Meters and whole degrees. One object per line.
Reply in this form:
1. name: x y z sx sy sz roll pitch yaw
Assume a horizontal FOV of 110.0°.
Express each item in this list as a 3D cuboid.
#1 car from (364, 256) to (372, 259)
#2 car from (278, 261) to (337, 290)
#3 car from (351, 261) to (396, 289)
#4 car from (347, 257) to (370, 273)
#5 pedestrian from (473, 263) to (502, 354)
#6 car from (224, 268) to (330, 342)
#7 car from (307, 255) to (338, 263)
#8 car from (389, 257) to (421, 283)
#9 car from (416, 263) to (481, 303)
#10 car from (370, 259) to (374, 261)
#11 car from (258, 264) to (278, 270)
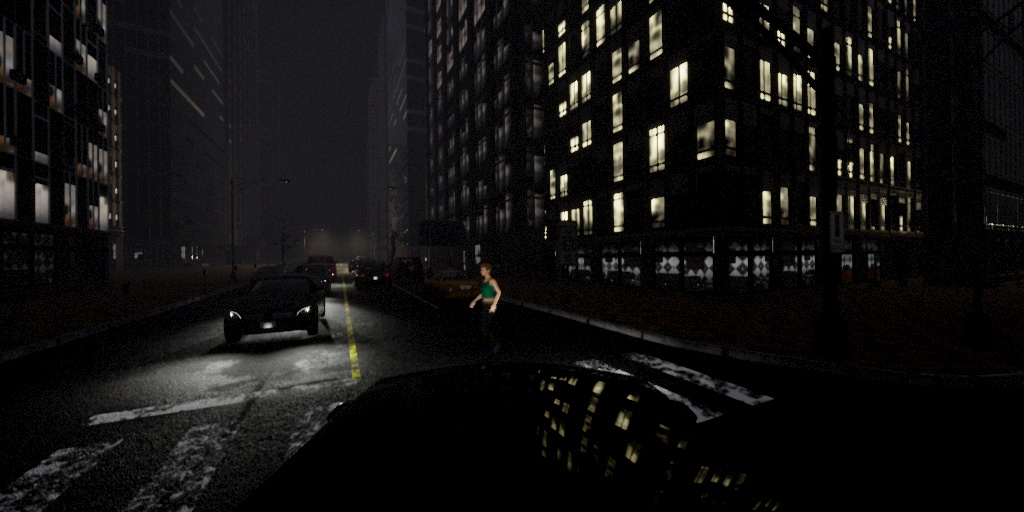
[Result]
1. car: -22.573 1.187 57.295 1.888 1.381 4.507 0 0 -26
2. car: -10.600 1.216 18.934 2.128 1.511 4.902 -1 0 -26
3. car: -8.766 1.253 22.496 1.994 1.385 4.181 -1 0 -26
4. car: -18.733 1.227 43.290 2.033 1.411 5.357 -1 0 -26
5. pedestrian: -0.471 0.979 7.042 0.375 1.860 0.375 0 0 -26
6. car: -6.316 1.252 9.990 1.812 1.442 4.674 -1 0 -24
7. car: -15.178 0.942 28.500 2.150 2.045 5.566 -1 0 -25
8. car: -7.931 0.975 26.777 2.192 1.841 5.009 0 0 -26
9. car: -2.796 1.190 15.988 1.751 1.417 4.829 0 0 -26
10. car: -15.252 1.235 42.036 1.802 1.307 4.207 0 0 -26
11. car: -15.467 1.315 23.114 1.948 1.339 4.313 0 0 -26
